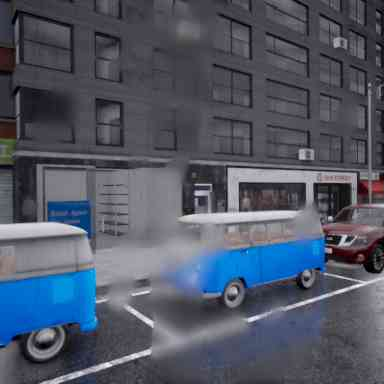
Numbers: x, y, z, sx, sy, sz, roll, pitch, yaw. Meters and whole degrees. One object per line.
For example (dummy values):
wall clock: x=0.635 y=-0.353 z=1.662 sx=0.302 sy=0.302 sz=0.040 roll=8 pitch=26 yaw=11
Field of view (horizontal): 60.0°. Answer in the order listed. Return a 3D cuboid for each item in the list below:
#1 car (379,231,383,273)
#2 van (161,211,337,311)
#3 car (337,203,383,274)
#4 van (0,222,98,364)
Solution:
car: x=6.721 y=1.596 z=8.082 sx=4.718 sy=1.301 sz=1.895 roll=0 pitch=0 yaw=-36
van: x=1.280 y=1.339 z=7.476 sx=3.998 sy=1.788 sz=1.690 roll=0 pitch=-1 yaw=-36
car: x=5.819 y=1.310 z=10.733 sx=5.009 sy=1.841 sz=2.192 roll=0 pitch=-1 yaw=-36
van: x=-3.258 y=1.341 z=4.221 sx=3.998 sy=1.788 sz=1.690 roll=0 pitch=-1 yaw=-36
